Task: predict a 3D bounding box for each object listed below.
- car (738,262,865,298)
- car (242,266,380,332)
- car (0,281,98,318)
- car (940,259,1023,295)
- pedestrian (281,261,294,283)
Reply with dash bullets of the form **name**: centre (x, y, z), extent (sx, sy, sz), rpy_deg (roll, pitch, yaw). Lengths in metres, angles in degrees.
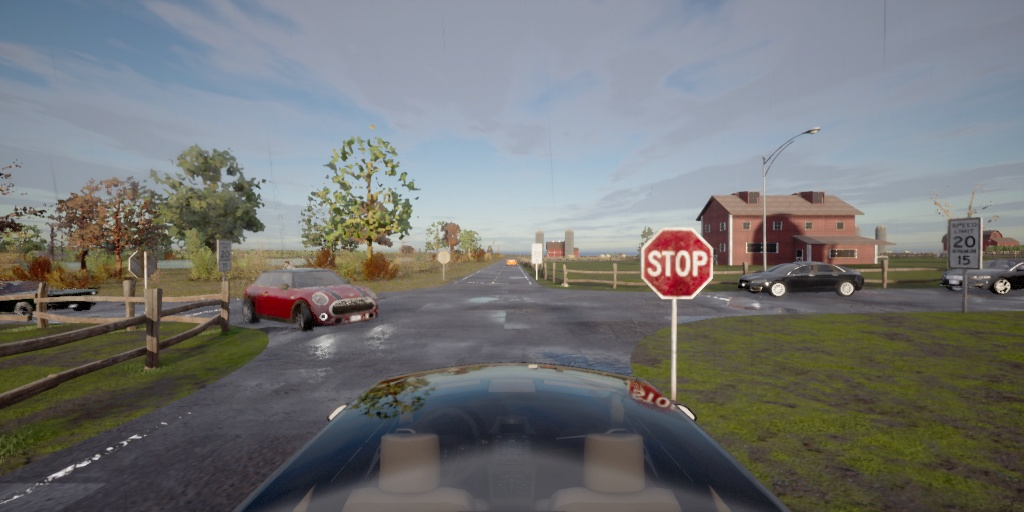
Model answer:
- **car**: centre (12.983, 1.034, 16.296), extent (4.892, 1.490, 1.837), rpy_deg (-1, 0, 2)
- **car**: centre (-6.234, 1.175, 11.068), extent (4.553, 1.767, 2.097), rpy_deg (-1, -1, 31)
- **car**: centre (-18.754, 1.602, 13.540), extent (4.718, 1.301, 1.895), rpy_deg (-1, 0, 1)
- **car**: centre (22.438, 0.883, 16.192), extent (4.902, 1.511, 2.128), rpy_deg (-1, 0, 0)
- **pedestrian**: centre (-12.181, 1.162, 19.444), extent (0.375, 1.860, 0.375), rpy_deg (0, 1, 0)
